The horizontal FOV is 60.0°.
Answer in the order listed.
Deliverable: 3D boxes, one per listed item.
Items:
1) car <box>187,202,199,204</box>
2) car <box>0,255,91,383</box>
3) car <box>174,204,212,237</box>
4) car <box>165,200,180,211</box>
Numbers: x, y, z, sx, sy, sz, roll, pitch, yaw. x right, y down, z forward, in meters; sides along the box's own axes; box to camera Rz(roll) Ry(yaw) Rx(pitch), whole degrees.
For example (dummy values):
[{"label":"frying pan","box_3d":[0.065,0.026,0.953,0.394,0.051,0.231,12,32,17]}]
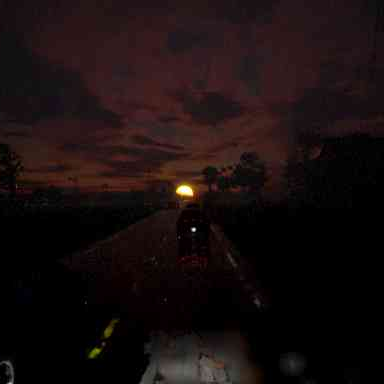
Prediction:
[{"label":"car","box_3d":[0.093,1.857,36.131,1.837,1.490,4.892,0,0,0]},{"label":"car","box_3d":[-2.851,1.608,4.460,1.994,1.385,4.181,0,-1,0]},{"label":"car","box_3d":[0.093,1.696,19.450,1.837,1.490,4.892,0,-1,0]},{"label":"car","box_3d":[-2.839,1.958,48.771,1.882,1.535,5.008,0,-1,0]}]
